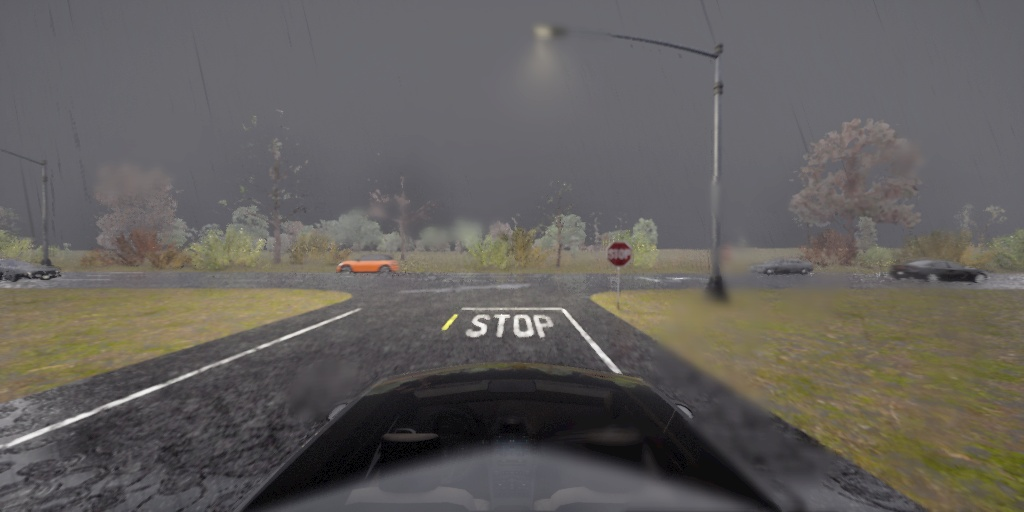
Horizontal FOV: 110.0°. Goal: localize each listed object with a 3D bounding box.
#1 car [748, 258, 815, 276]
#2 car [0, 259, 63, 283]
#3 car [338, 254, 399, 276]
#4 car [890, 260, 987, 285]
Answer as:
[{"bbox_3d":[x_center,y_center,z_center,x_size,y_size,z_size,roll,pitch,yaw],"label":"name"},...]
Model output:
[{"bbox_3d":[22.500,0.949,30.073,4.902,1.511,2.128,-1,1,-2],"label":"car"},{"bbox_3d":[-30.777,0.873,21.566,5.357,1.411,2.033,0,1,-2],"label":"car"},{"bbox_3d":[-11.628,0.641,29.134,4.553,1.767,2.097,0,1,-2],"label":"car"},{"bbox_3d":[27.557,1.015,23.203,5.008,1.535,1.882,0,1,-2],"label":"car"}]
